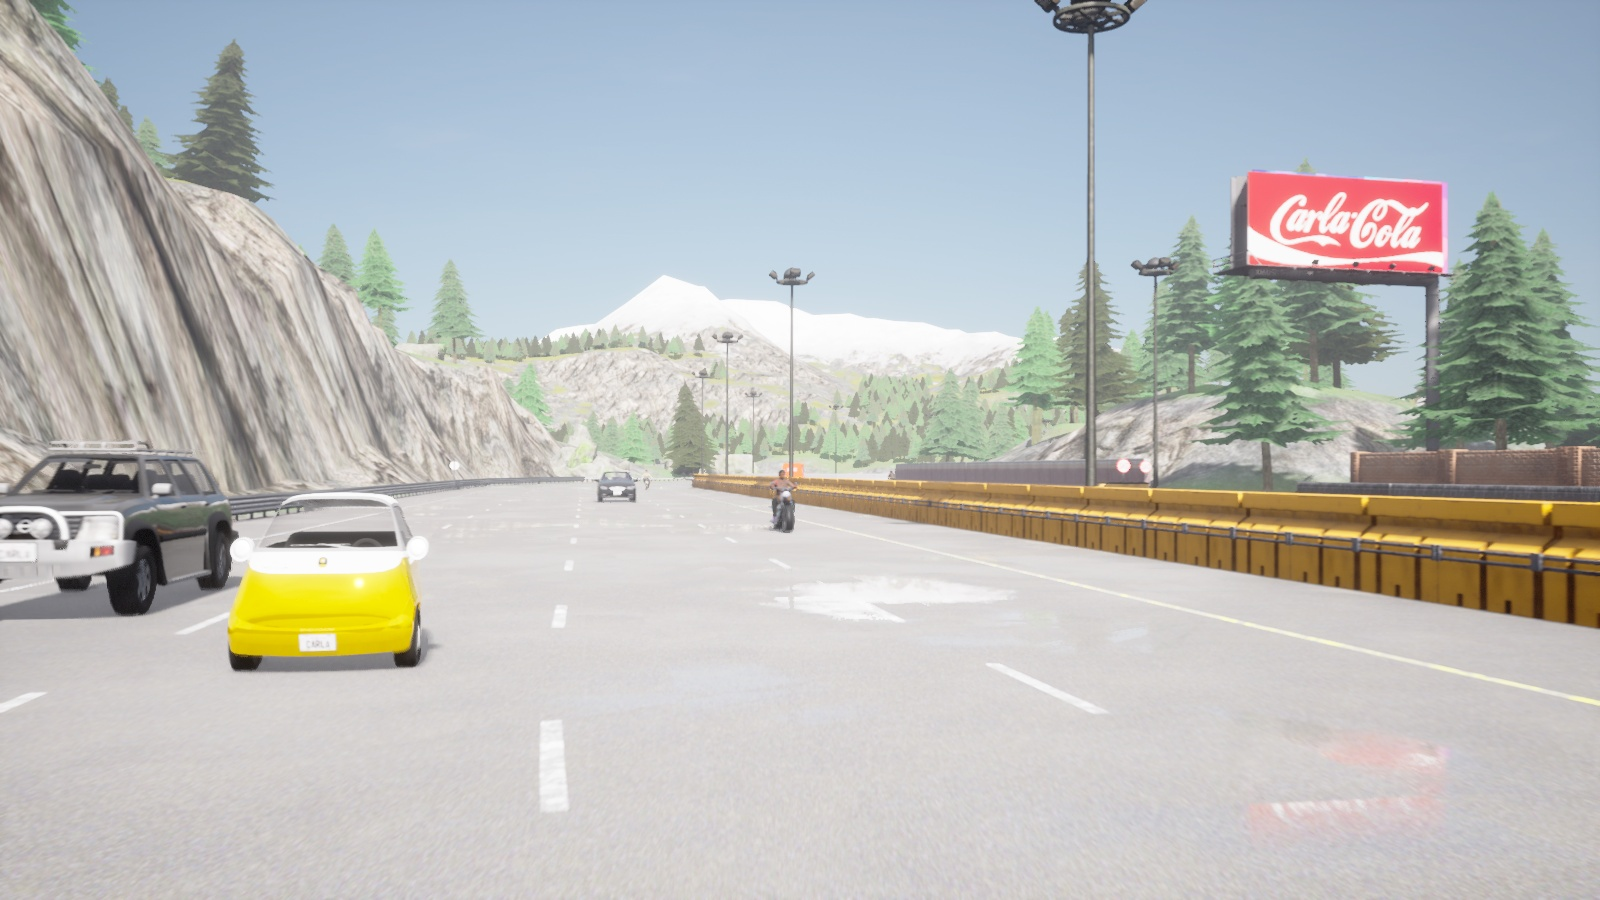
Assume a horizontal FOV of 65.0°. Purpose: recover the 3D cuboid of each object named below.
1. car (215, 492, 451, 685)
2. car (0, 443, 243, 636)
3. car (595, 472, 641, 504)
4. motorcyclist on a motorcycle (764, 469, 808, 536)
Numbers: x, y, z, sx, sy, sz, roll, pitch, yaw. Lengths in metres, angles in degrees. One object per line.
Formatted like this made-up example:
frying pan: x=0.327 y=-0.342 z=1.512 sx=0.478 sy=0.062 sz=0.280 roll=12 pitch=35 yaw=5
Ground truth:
car: x=-3.789 y=1.062 z=10.497 sx=1.481 sy=1.376 sz=2.207 roll=0 pitch=-1 yaw=-10
car: x=-8.028 y=0.904 z=14.391 sx=1.932 sy=1.855 sz=4.605 roll=0 pitch=-1 yaw=-10
car: x=-8.934 y=1.833 z=61.317 sx=2.128 sy=1.511 sz=4.902 roll=0 pitch=-1 yaw=-10
motorcyclist on a motorcycle: x=-0.386 y=1.304 z=32.097 sx=0.766 sy=1.649 sz=2.350 roll=0 pitch=-1 yaw=-10
